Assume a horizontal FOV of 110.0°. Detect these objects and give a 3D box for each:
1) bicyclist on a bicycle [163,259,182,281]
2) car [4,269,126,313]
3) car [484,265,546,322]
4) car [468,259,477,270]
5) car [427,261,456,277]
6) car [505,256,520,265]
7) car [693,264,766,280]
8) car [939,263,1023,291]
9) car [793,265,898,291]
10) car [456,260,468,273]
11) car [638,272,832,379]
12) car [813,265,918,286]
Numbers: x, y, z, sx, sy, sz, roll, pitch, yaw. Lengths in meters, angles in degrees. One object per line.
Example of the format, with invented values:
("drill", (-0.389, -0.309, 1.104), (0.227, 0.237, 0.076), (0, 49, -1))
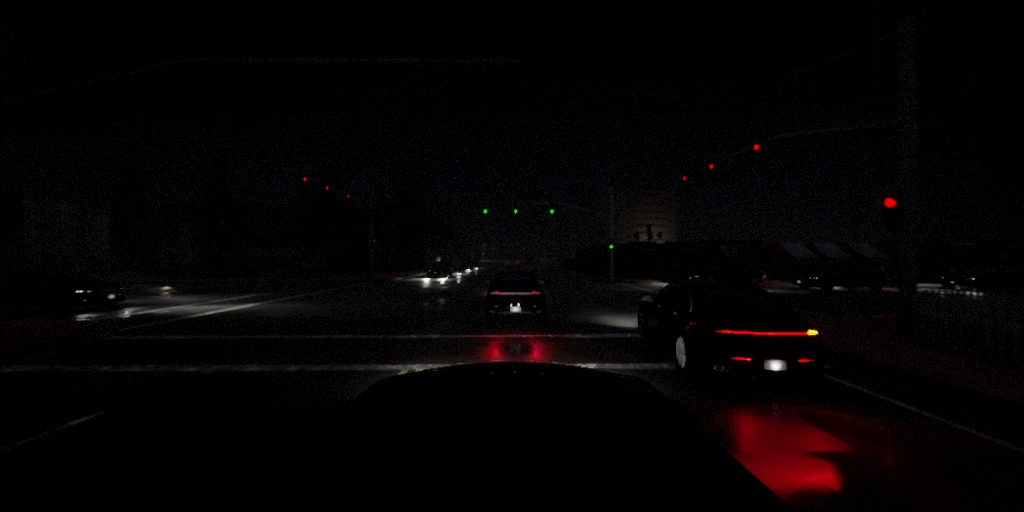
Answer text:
("bicyclist on a bicycle", (-26.374, 1.084, 27.870), (0.582, 1.620, 1.656), (0, 0, -3))
("car", (-17.486, 1.256, 13.388), (4.902, 1.511, 2.128), (0, 0, -2))
("car", (0.102, 1.256, 12.394), (2.128, 1.511, 4.902), (0, 0, 0))
("car", (-7.030, 1.380, 55.362), (1.994, 1.385, 4.181), (0, 0, 1))
("car", (-7.087, 1.296, 35.495), (1.837, 1.490, 4.892), (0, 0, 0))
("car", (0.121, 1.038, 56.630), (2.150, 2.045, 5.566), (0, 0, 0))
("car", (14.739, 1.283, 24.773), (4.892, 1.490, 1.837), (0, 0, 1))
("car", (28.713, 1.299, 21.544), (4.674, 1.442, 1.812), (0, 0, -1))
("car", (19.454, 1.265, 21.323), (4.902, 1.511, 2.128), (0, 0, -1))
("car", (-7.076, 1.329, 45.318), (1.812, 1.442, 4.674), (0, 0, 0))
("car", (3.947, 1.262, 7.365), (1.837, 1.490, 4.892), (0, 0, 7))
("car", (24.477, 1.325, 24.950), (5.357, 1.411, 2.033), (0, 0, -1))
